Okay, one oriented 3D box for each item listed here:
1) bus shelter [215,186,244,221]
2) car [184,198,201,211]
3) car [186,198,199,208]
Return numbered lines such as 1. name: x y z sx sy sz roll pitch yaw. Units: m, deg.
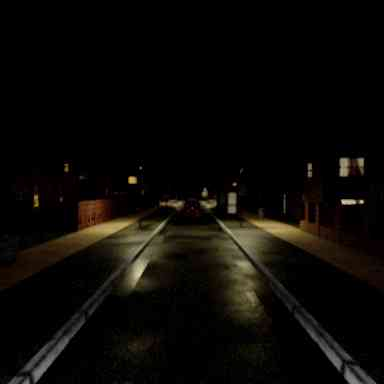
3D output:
1. bus shelter: 3.039 0.864 27.785 1.920 2.740 3.880 1 1 0
2. car: 0.061 1.599 40.167 1.895 1.301 4.718 0 0 1
3. car: 0.036 1.611 50.275 1.895 1.301 4.718 0 0 0
